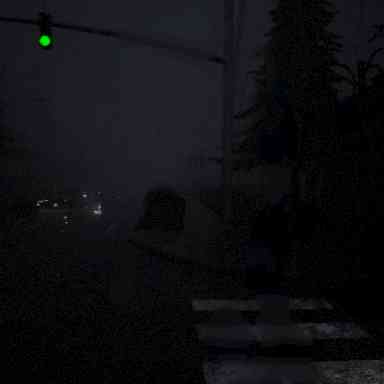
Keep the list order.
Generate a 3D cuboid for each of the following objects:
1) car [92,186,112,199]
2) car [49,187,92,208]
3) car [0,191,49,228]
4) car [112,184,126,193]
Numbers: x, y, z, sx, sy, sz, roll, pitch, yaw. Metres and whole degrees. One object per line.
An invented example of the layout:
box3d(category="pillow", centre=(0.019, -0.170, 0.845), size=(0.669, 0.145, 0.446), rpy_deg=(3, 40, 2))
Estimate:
box3d(category="car", centre=(-10.318, 0.048, 36.085), size=(1.895, 1.301, 4.718), rpy_deg=(0, 2, -4))
box3d(category="car", centre=(-9.621, 0.407, 25.684), size=(2.033, 1.411, 5.357), rpy_deg=(0, 2, -4))
box3d(category="car", centre=(-8.941, 0.743, 15.808), size=(2.128, 1.511, 4.902), rpy_deg=(0, 2, -4))
box3d(category="car", centre=(-11.294, -0.595, 50.933), size=(2.033, 1.411, 5.357), rpy_deg=(0, 2, -3))
